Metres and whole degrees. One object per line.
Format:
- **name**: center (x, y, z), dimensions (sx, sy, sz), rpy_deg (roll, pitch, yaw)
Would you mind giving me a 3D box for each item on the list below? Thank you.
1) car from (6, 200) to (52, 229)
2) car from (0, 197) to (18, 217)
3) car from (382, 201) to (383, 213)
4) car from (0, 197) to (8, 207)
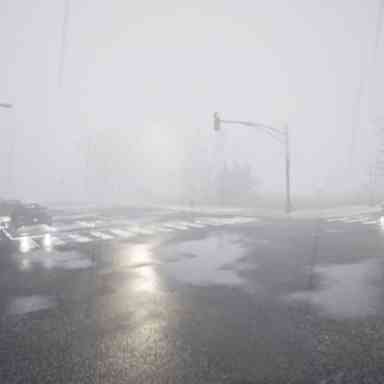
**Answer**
- **car**: center (-10.137, 1.436, 20.860), dimensions (1.994, 1.385, 4.181), rpy_deg (-3, 2, -33)
- **car**: center (-16.266, 1.411, 30.132), dimensions (1.994, 1.385, 4.181), rpy_deg (-3, 2, -34)
- **car**: center (14.726, 0.591, 22.326), dimensions (4.553, 1.767, 2.097), rpy_deg (-2, 1, -35)
- **car**: center (-27.119, 1.401, 46.688), dimensions (1.895, 1.301, 4.718), rpy_deg (-3, 2, -33)
